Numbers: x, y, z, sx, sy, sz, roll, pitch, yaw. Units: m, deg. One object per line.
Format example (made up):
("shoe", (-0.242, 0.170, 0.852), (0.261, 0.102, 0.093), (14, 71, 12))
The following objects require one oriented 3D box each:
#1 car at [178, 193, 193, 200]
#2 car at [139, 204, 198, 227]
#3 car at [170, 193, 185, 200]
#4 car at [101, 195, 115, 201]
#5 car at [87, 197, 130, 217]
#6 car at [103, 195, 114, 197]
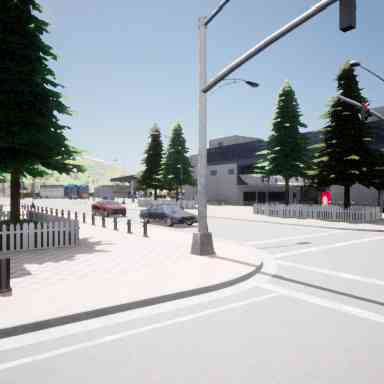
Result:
("car", (-1.776, 1.092, 88.018), (1.905, 1.878, 3.866), (0, 0, -37))
("car", (-1.790, 1.563, 23.252), (2.033, 1.411, 5.357), (0, 0, -37))
("car", (-3.866, 1.113, 85.958), (1.932, 1.855, 4.605), (0, 0, -37))
("car", (-20.905, 1.400, 82.753), (1.970, 1.475, 3.806), (0, 0, -37))
("car", (-7.883, 1.493, 31.343), (1.882, 1.535, 5.008), (0, 0, -37))
("car", (-18.887, 1.389, 75.015), (1.845, 1.501, 3.633), (0, 0, -37))
